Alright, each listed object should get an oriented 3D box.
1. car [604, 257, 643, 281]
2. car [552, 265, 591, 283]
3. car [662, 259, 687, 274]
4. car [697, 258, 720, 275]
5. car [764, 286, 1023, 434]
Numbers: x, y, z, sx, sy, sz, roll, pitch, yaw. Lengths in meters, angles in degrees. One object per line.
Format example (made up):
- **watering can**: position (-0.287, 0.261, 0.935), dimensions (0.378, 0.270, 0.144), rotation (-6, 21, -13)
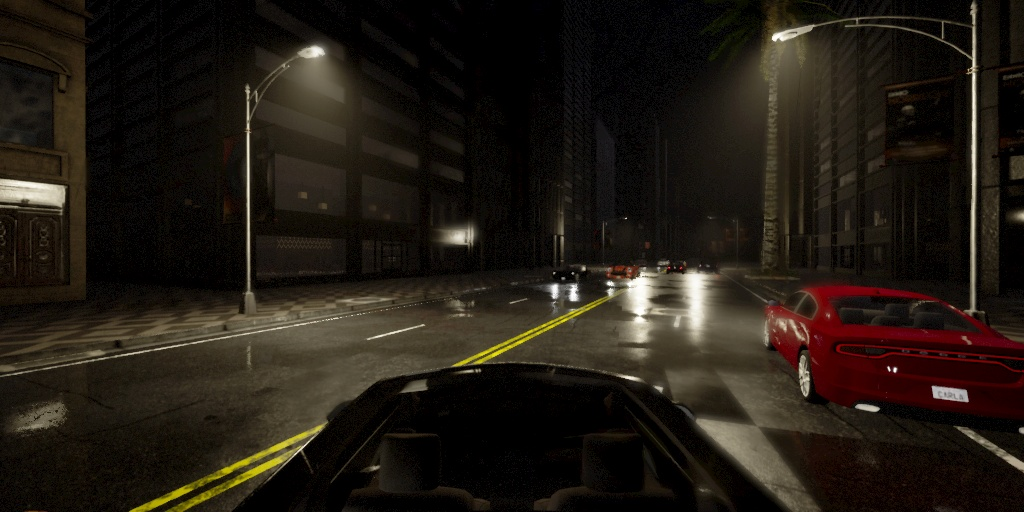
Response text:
- **car**: position (9.491, 1.113, 30.507), dimensions (2.097, 1.767, 4.553), rotation (0, 0, 27)
- **car**: position (4.789, 1.359, 28.457), dimensions (1.895, 1.301, 4.718), rotation (0, 0, 27)
- **car**: position (18.597, 1.317, 40.701), dimensions (2.033, 1.411, 5.357), rotation (0, 0, 27)
- **car**: position (22.004, 1.123, 40.237), dimensions (2.097, 1.767, 4.553), rotation (0, 0, 27)
- **car**: position (5.507, 1.228, 5.786), dimensions (1.882, 1.535, 5.008), rotation (0, 0, 27)
